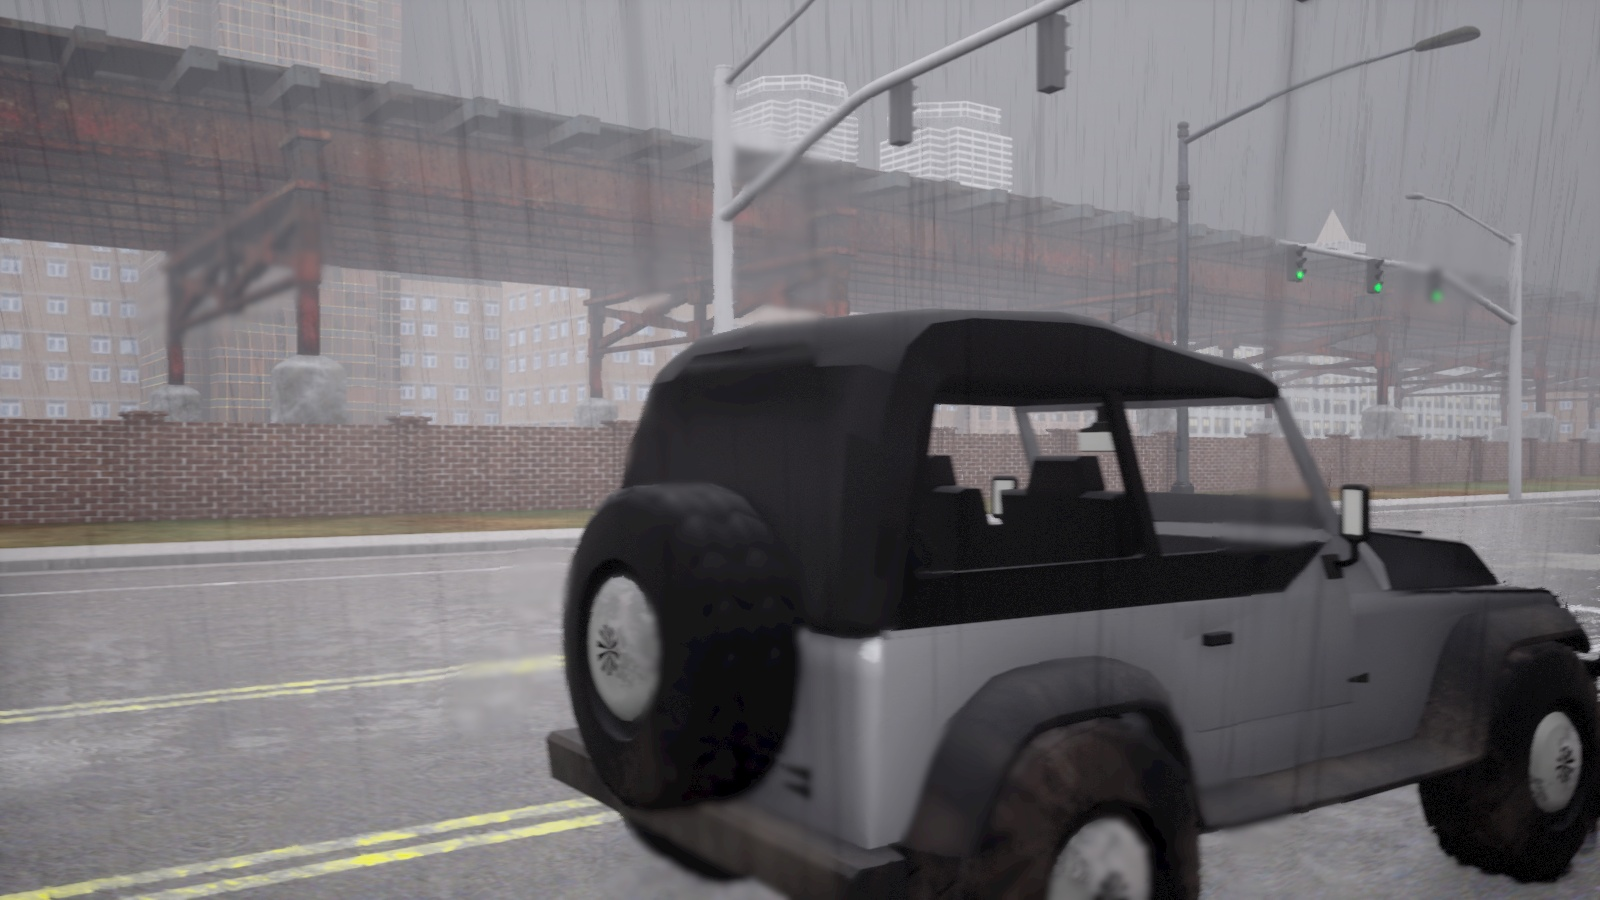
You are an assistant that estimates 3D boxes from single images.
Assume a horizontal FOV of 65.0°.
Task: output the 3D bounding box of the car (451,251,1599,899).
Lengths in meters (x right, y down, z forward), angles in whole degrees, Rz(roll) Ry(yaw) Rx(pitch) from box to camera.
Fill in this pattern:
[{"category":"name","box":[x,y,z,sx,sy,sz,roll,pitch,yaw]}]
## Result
[{"category":"car","box":[1.010,0.549,4.363,3.866,1.878,1.905,0,0,-35]}]
